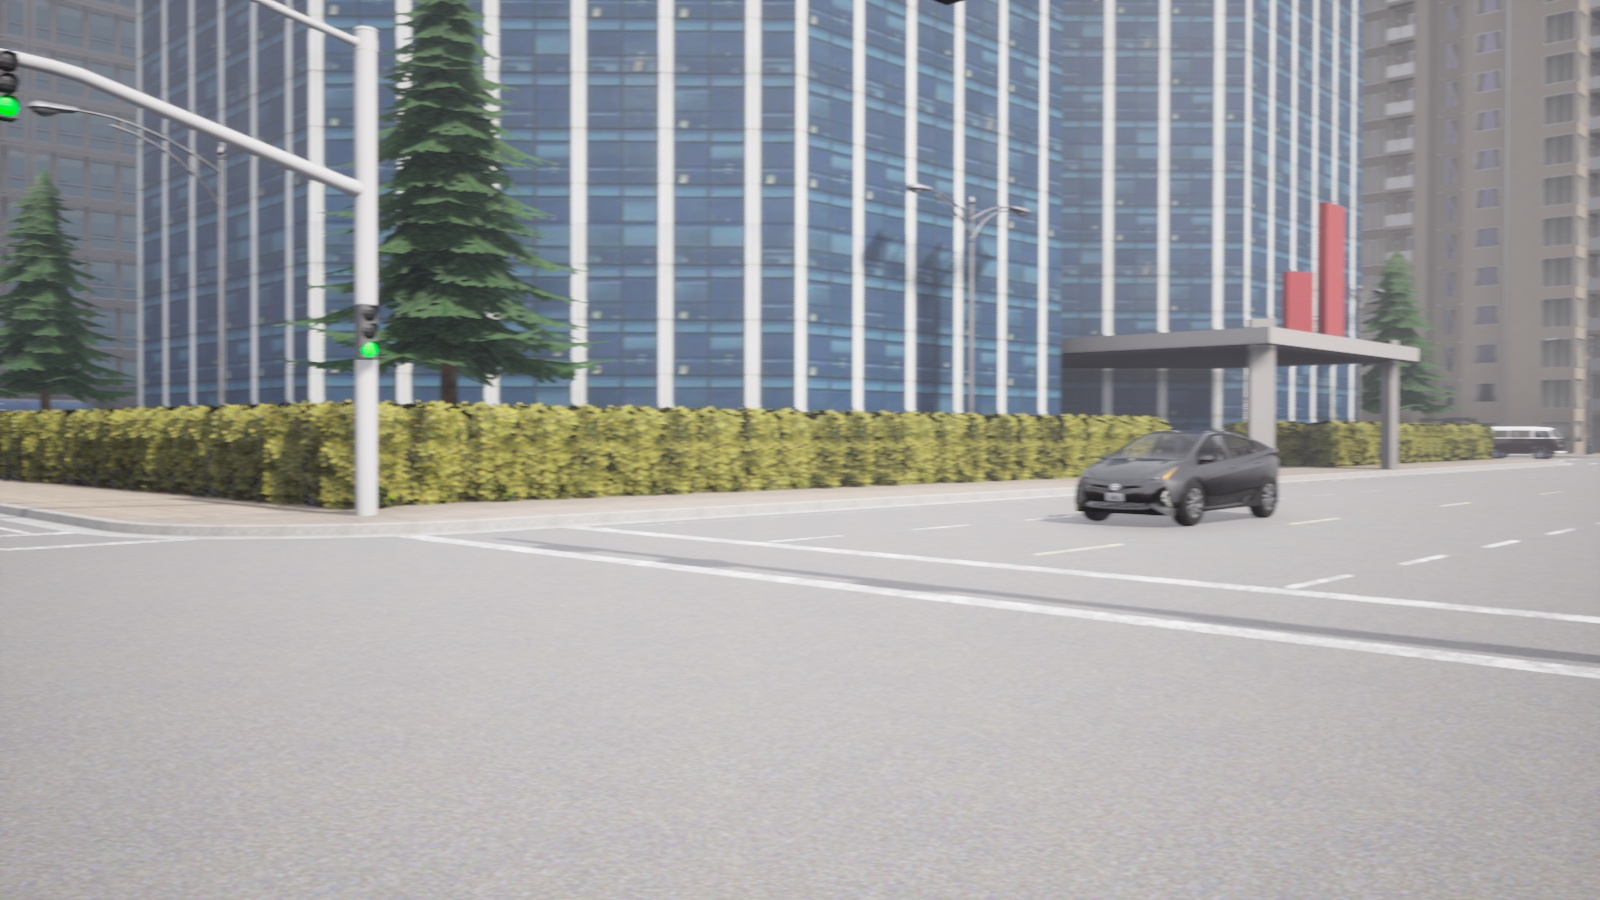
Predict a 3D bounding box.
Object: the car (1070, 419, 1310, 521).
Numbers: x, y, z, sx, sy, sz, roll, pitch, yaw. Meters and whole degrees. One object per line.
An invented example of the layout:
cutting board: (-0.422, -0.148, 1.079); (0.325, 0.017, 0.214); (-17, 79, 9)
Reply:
car: (6.690, 0.261, 21.251); (2.007, 1.525, 4.514); (0, 1, 45)

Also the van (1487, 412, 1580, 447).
van: (44.190, -1.208, 75.733); (4.480, 2.038, 2.069); (0, 1, 44)
